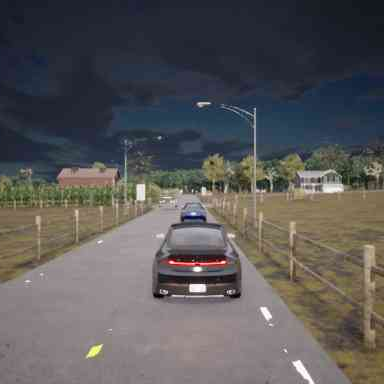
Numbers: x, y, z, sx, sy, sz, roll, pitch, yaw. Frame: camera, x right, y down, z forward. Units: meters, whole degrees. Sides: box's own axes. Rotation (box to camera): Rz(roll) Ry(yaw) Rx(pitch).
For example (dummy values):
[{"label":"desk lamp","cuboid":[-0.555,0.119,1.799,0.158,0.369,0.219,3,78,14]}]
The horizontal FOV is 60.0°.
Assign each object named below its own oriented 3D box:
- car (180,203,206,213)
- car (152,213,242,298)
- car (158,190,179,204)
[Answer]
[{"label":"car","cuboid":[0.105,1.537,26.150,1.994,1.385,4.181,0,0,0]},{"label":"car","cuboid":[0.101,1.505,8.489,1.837,1.490,4.892,0,0,0]},{"label":"car","cuboid":[-2.746,0.777,39.982,2.150,2.045,5.566,0,0,0]}]
